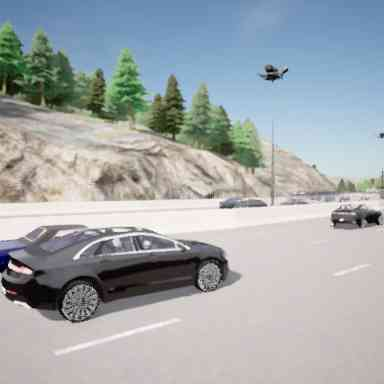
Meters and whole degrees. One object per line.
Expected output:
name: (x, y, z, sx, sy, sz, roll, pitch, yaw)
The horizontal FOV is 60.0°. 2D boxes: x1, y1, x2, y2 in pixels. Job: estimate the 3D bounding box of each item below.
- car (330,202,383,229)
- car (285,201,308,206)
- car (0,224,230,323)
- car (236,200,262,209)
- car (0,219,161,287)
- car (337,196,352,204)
car: (10.932, 1.505, 21.928, 4.902, 1.511, 2.128, 0, 0, -42)
car: (11.302, 1.525, 37.196, 2.128, 1.511, 4.902, 0, 0, 44)
car: (-1.325, 1.504, 7.269, 4.902, 1.511, 2.128, 0, 0, -37)
car: (6.646, 1.546, 37.455, 1.837, 1.490, 4.892, 0, 0, 45)
car: (-3.459, 1.620, 10.003, 4.718, 1.301, 1.895, 0, 0, -37)
car: (31.687, 1.563, 68.898, 2.128, 1.511, 4.902, 0, 0, 32)
